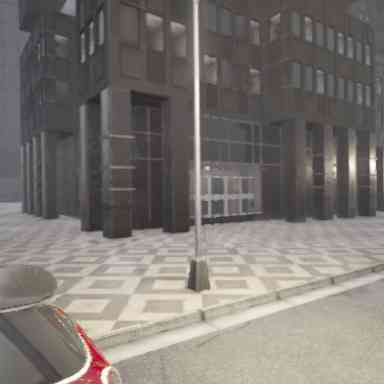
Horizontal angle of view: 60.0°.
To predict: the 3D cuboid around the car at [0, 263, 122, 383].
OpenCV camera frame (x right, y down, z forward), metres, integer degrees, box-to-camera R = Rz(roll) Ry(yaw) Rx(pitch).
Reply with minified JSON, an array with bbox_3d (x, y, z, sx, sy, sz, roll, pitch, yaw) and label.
[{"bbox_3d":[-2.597,1.352,1.524,4.553,1.767,2.097,0,0,-36],"label":"car"}]
